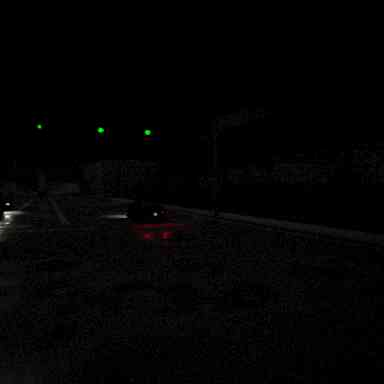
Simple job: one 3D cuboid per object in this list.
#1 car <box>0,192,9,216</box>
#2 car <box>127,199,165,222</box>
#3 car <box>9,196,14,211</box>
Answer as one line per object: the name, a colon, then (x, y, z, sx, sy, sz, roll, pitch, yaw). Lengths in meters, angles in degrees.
car: (-15.862, 0.962, 25.655, 2.150, 2.045, 5.566, -1, 1, -23)
car: (-3.300, 1.212, 23.517, 1.812, 1.442, 4.674, -1, 1, -24)
car: (-19.806, 1.112, 34.606, 1.882, 1.535, 5.008, -1, 1, -24)
